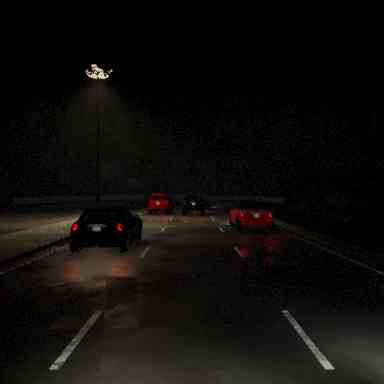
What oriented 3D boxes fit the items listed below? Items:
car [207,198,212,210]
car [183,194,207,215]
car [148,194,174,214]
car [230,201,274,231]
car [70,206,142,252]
[{"bbox_3d":[1.425,1.492,43.750,2.128,1.511,4.902,0,0,12],"label":"car"},{"bbox_3d":[0.238,1.221,33.876,2.150,2.045,5.566,0,0,2],"label":"car"},{"bbox_3d":[-3.221,1.223,35.398,2.150,2.045,5.566,0,0,2],"label":"car"},{"bbox_3d":[3.600,1.351,20.626,2.097,1.767,4.553,0,0,0],"label":"car"},{"bbox_3d":[-3.401,1.352,13.998,2.097,1.767,4.553,0,0,0],"label":"car"}]
